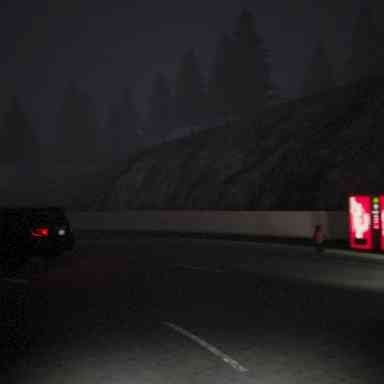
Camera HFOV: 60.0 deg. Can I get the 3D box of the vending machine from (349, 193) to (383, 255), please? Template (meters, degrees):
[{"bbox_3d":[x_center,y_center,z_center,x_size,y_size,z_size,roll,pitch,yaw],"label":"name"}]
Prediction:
[{"bbox_3d":[6.462,1.102,12.131,1.100,2.100,0.880,-1,-1,-40],"label":"vending machine"}]

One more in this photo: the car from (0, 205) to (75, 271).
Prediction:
[{"bbox_3d":[-7.025,1.552,12.037,5.566,2.045,2.150,-2,-1,15],"label":"car"}]

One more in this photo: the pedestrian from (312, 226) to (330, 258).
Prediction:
[{"bbox_3d":[4.336,1.261,11.421,0.375,1.860,0.375,-1,-1,-42],"label":"pedestrian"}]
